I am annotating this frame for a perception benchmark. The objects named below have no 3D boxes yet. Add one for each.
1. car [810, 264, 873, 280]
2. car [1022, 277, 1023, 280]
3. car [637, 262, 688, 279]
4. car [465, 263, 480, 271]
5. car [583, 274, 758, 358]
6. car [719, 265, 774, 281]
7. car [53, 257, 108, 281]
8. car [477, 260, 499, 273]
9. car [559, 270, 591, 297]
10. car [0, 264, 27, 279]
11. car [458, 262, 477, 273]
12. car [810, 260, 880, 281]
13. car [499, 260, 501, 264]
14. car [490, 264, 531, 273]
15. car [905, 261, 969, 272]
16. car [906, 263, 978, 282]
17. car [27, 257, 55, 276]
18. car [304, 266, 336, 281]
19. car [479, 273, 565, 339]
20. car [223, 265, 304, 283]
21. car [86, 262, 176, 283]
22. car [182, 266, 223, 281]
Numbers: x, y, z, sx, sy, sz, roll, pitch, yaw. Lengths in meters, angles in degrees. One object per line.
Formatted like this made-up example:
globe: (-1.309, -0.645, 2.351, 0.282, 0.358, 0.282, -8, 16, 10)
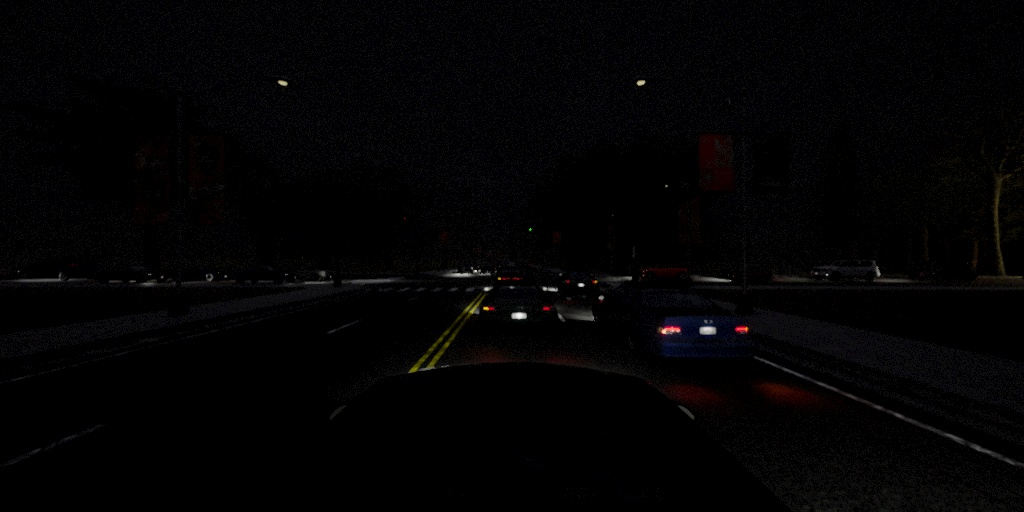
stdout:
car: (35.282, 1.689, 38.501, 5.008, 1.535, 1.882, 0, 0, 1)
car: (49.109, 1.817, 31.928, 5.357, 1.411, 2.033, 1, 0, -1)
car: (14.590, 1.430, 35.090, 4.553, 1.767, 2.097, 0, 0, -1)
car: (-6.567, 1.825, 60.165, 1.994, 1.385, 4.181, 0, -1, 0)
car: (3.351, 1.339, 8.645, 2.033, 1.411, 5.357, 0, 0, 0)
car: (23.224, 1.686, 35.185, 4.181, 1.385, 1.994, 0, 0, -2)
car: (-36.187, 1.201, 31.251, 4.553, 1.767, 2.097, 0, 0, 0)
car: (-3.339, 1.709, 51.258, 2.033, 1.411, 5.357, 0, -1, 0)
car: (3.613, 1.443, 19.950, 1.994, 1.385, 4.181, 0, -1, 4)
car: (-46.037, 1.423, 31.180, 4.718, 1.301, 1.895, 0, 0, 0)
car: (-6.588, 1.653, 51.246, 2.128, 1.511, 4.902, 0, -1, 0)
car: (32.666, 1.396, 35.245, 5.566, 2.045, 2.150, 0, 0, 0)
car: (-3.314, 1.774, 60.852, 1.837, 1.490, 4.892, 0, -1, 0)
car: (-0.198, 1.397, 21.453, 1.837, 1.490, 4.892, 0, 0, -4)
car: (45.915, 1.509, 38.547, 5.566, 2.045, 2.150, 0, 0, 0)
car: (42.649, 1.733, 35.296, 4.902, 1.511, 2.128, 0, 0, 0)
car: (-47.682, 1.081, 37.831, 5.566, 2.045, 2.150, 0, 0, -1)
car: (-18.085, 1.512, 31.418, 4.718, 1.301, 1.895, 0, 0, -1)
car: (0.118, 1.366, 10.269, 1.994, 1.385, 4.181, 0, 0, -1)
car: (-19.397, 1.411, 28.165, 4.674, 1.442, 1.812, 0, 0, -2)
car: (-29.720, 1.373, 28.056, 4.674, 1.442, 1.812, 0, 0, -1)
car: (-27.227, 1.479, 31.330, 4.718, 1.301, 1.895, 0, 0, -1)
